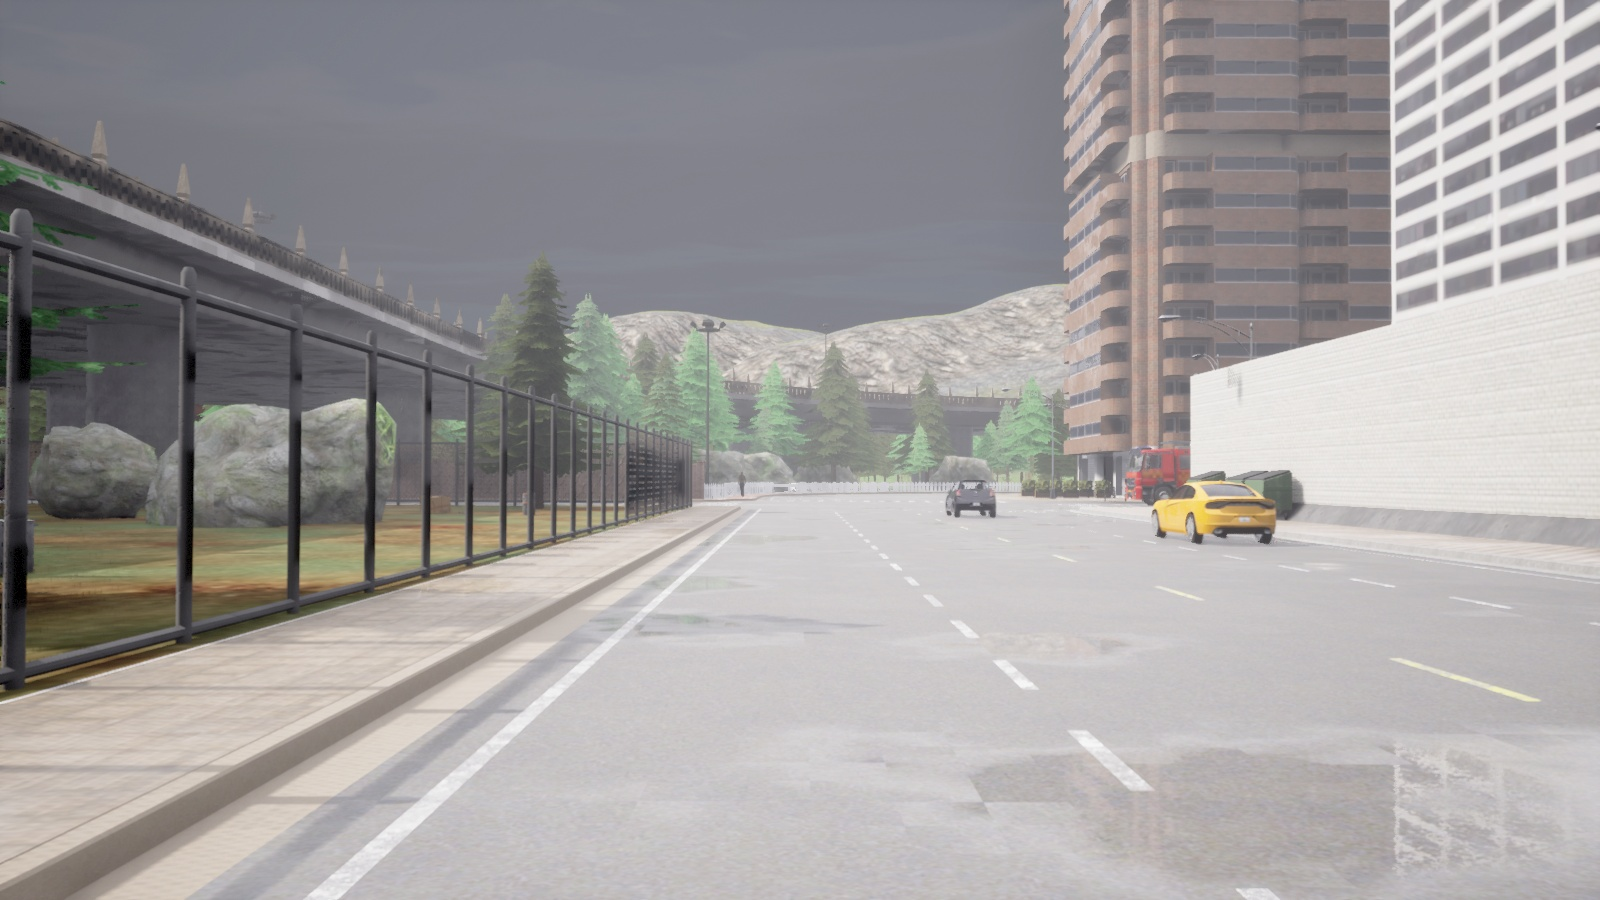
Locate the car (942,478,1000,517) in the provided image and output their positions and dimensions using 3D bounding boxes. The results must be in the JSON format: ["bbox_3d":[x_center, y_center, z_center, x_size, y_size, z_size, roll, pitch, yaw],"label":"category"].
[{"bbox_3d":[6.873,1.900,50.806,1.845,1.501,3.633,0,-1,0],"label":"car"}]

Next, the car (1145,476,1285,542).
[{"bbox_3d":[10.420,1.444,31.927,1.882,1.535,5.008,0,-1,0],"label":"car"}]

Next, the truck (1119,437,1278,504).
[{"bbox_3d":[23.541,1.218,74.471,8.468,3.827,2.891,0,-1,0],"label":"truck"}]
